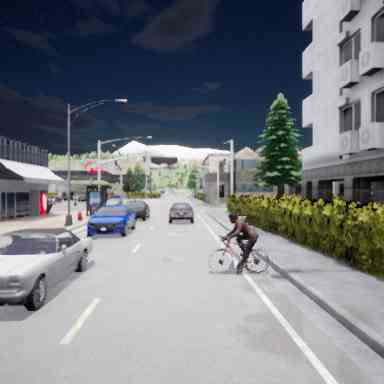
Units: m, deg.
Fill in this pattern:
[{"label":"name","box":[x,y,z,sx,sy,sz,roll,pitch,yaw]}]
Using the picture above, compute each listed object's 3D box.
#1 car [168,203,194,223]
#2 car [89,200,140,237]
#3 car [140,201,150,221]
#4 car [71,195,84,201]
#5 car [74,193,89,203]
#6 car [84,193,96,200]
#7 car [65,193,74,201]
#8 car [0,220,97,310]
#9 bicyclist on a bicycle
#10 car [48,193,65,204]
[{"label":"car","box":[-0.803,1.513,25.009,2.033,1.411,5.357,0,0,-2]},{"label":"car","box":[-4.229,1.453,18.034,1.882,1.535,5.008,0,0,-2]},{"label":"car","box":[-4.470,1.442,26.728,1.882,1.535,5.008,0,0,-2]},{"label":"car","box":[-29.128,1.439,84.648,1.970,1.475,3.806,0,0,-2]},{"label":"car","box":[-21.406,1.400,66.455,2.007,1.523,4.514,0,0,-2]},{"label":"car","box":[-25.782,1.155,84.171,1.905,1.878,3.866,0,0,-2]},{"label":"car","box":[-28.747,1.187,76.177,1.932,1.855,4.605,0,0,-2]},{"label":"car","box":[-3.854,1.590,7.856,1.895,1.301,4.718,0,0,-2]},{"label":"bicyclist on a bicycle","box":[1.259,1.402,8.931,1.656,1.620,0.582,0,0,-2]},{"label":"car","box":[-24.780,1.345,59.264,1.970,1.475,3.806,0,0,-2]}]
